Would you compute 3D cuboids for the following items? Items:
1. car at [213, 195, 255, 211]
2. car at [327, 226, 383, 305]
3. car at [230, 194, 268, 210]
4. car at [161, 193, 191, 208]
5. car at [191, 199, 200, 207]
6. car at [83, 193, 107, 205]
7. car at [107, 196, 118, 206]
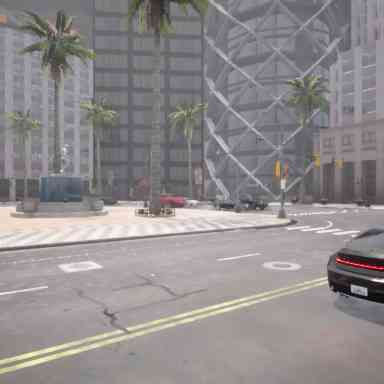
[{"bbox_3d":[4.752,1.492,40.427,2.128,1.511,4.902,0,0,-42],"label":"car"},{"bbox_3d":[4.956,1.505,7.331,4.892,1.490,1.837,0,0,-35],"label":"car"},{"bbox_3d":[7.121,1.221,43.111,2.150,2.045,5.566,0,0,-41],"label":"car"},{"bbox_3d":[-3.443,1.219,47.661,5.566,2.045,2.150,0,0,29],"label":"car"},{"bbox_3d":[-0.949,1.526,50.114,4.674,1.442,1.812,0,0,31],"label":"car"},{"bbox_3d":[-16.680,1.224,51.679,5.566,2.045,2.150,0,0,3],"label":"car"},{"bbox_3d":[-15.190,1.223,55.043,5.566,2.045,2.150,0,0,5],"label":"car"}]
